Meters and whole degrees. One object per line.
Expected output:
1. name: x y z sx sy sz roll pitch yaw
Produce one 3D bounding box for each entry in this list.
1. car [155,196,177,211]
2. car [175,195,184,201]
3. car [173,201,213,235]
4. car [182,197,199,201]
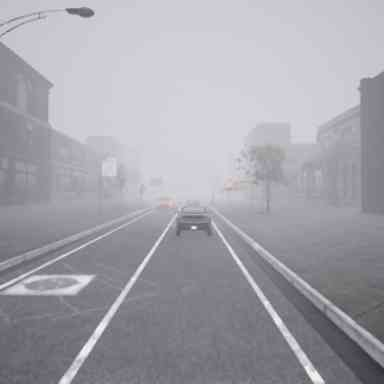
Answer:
1. car: -3.098 1.276 38.664 2.097 1.767 4.553 0 0 0
2. car: -3.017 1.437 79.261 1.994 1.385 4.181 0 -1 0
3. car: 0.096 1.486 18.753 1.837 1.490 4.892 0 0 0
4. car: 0.085 1.472 36.956 2.033 1.411 5.357 0 0 -1
